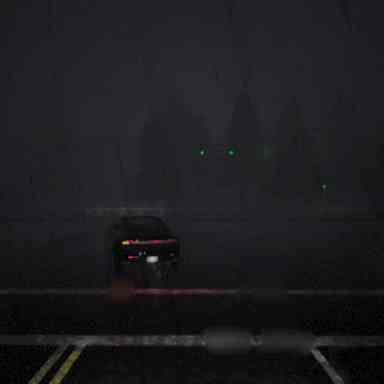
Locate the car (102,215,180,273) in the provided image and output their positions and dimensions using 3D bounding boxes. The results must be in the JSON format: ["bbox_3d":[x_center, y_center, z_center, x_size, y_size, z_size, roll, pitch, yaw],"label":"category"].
[{"bbox_3d":[-1.811,1.515,10.902,2.128,1.511,4.902,0,0,-19],"label":"car"}]
